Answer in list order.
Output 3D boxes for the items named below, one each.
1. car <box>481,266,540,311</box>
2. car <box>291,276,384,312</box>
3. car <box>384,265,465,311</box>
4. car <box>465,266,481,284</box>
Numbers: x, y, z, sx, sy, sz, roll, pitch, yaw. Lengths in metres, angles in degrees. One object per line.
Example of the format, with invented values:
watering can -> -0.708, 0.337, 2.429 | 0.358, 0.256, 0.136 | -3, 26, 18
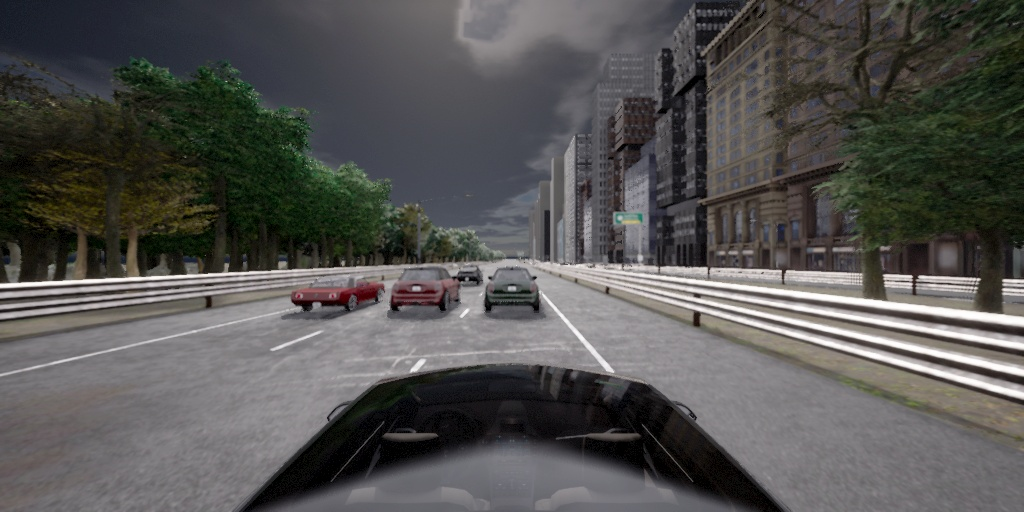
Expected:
car -> 0.016, 1.239, 15.264 | 2.097, 1.767, 4.553 | 0, -1, 0
car -> -6.986, 1.487, 15.091 | 1.895, 1.301, 4.718 | 0, -1, 0
car -> -3.484, 1.239, 15.262 | 2.097, 1.767, 4.553 | 0, -1, 0
car -> -3.485, 1.564, 30.346 | 1.837, 1.490, 4.892 | 0, 0, 0
